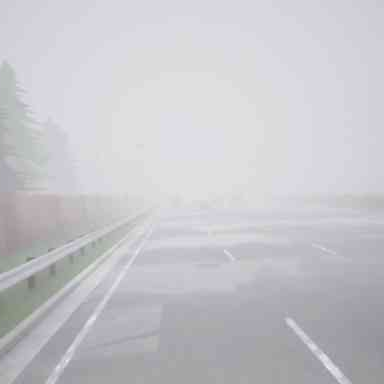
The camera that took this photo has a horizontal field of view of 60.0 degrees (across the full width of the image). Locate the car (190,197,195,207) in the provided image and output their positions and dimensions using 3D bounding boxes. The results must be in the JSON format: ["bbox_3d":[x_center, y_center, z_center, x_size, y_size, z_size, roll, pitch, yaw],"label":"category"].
[{"bbox_3d":[0.694,1.930,58.543,1.994,1.385,4.181,-3,0,-3],"label":"car"}]

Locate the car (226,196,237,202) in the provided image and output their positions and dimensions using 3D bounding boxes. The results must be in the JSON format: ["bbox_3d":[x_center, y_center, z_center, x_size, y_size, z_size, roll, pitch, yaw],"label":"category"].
[{"bbox_3d":[9.826,1.668,82.909,1.895,1.301,4.718,-3,0,-3],"label":"car"}]

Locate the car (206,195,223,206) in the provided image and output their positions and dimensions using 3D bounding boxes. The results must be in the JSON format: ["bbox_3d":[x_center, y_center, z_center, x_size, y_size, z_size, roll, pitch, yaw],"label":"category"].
[{"bbox_3d":[4.188,1.541,58.457,2.097,1.767,4.553,-3,0,-3],"label":"car"}]

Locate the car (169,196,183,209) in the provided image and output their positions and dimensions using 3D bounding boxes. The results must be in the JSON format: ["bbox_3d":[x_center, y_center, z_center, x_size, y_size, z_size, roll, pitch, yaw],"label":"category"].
[{"bbox_3d":[-2.721,1.746,56.702,2.150,2.045,5.566,-3,0,-3],"label":"car"}]

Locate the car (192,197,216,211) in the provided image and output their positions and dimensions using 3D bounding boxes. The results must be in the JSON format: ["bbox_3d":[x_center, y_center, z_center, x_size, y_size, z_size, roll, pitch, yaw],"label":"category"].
[{"bbox_3d":[1.528,1.774,44.337,2.033,1.411,5.357,-3,0,-2],"label":"car"}]

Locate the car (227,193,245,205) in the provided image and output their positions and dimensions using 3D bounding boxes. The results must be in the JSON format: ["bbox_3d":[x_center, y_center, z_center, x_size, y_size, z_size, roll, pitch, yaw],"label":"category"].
[{"bbox_3d":[7.711,1.230,57.950,2.150,2.045,5.566,-3,0,-3],"label":"car"}]
